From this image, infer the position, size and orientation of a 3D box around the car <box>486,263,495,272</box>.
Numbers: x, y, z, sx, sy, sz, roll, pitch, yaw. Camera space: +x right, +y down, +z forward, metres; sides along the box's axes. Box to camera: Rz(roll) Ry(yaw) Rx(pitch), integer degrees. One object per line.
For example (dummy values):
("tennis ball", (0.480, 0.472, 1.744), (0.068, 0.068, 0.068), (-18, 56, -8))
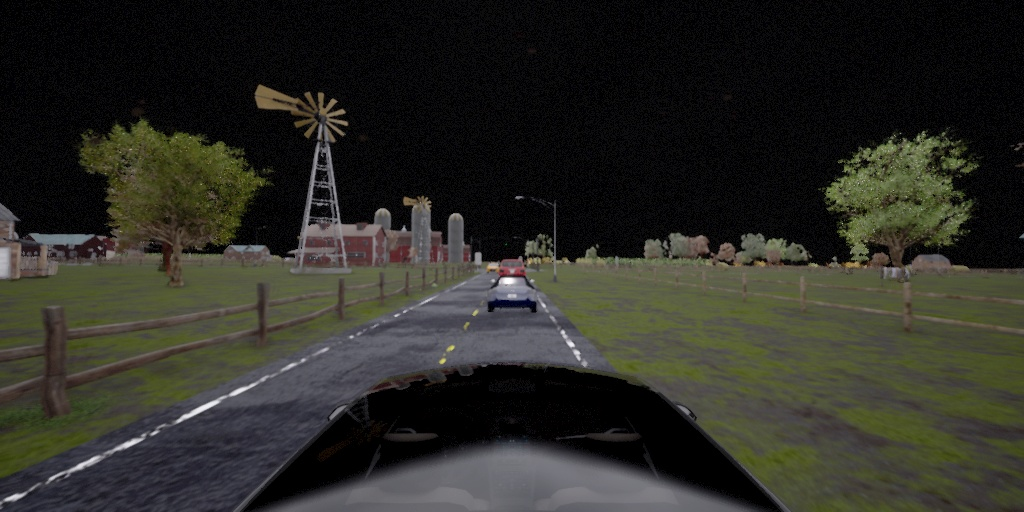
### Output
("car", (-2.738, 1.828, 53.618), (1.882, 1.535, 5.008), (0, -1, 0))

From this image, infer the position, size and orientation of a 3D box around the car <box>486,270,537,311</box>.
("car", (0.026, 1.470, 15.287), (1.994, 1.385, 4.181), (0, -1, 1))

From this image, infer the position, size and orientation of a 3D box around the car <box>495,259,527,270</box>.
("car", (0.027, 1.293, 29.439), (2.150, 2.045, 5.566), (0, 0, 0))
